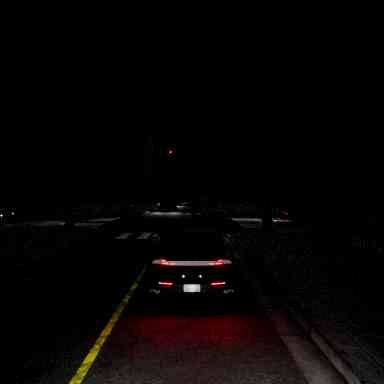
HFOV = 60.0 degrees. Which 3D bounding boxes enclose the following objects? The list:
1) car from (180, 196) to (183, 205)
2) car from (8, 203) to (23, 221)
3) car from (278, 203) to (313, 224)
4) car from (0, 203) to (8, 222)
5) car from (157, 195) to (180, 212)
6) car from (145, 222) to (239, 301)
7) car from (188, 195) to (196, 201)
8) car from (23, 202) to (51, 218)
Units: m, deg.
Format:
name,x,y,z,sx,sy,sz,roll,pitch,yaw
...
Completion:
name,x,y,z,sx,sy,sz,roll,pitch,yaw
car,-2.850,1.523,53.039,1.994,1.385,4.181,0,0,0
car,-15.688,1.209,24.011,5.566,2.045,2.150,0,0,0
car,9.046,1.533,23.986,5.357,1.411,2.033,0,0,-1
car,-14.773,1.540,21.470,4.313,1.339,1.947,0,0,0
car,-2.856,1.331,38.336,2.097,1.767,4.553,0,0,0
car,0.000,1.492,8.323,2.128,1.511,4.902,0,0,0
car,-0.012,1.451,81.346,1.812,1.442,4.674,0,0,0
car,-14.768,1.580,29.496,4.313,1.339,1.947,0,0,0
